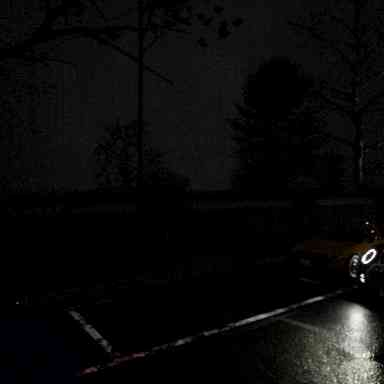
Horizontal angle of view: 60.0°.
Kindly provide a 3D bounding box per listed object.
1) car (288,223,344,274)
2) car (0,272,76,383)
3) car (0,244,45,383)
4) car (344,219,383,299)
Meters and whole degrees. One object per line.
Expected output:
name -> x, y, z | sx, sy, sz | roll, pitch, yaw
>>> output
car -> 4.904, 1.522, 10.056 | 4.829, 1.417, 1.752 | 0, 0, -36
car -> -2.989, 1.478, 1.234 | 5.008, 1.535, 1.882 | 0, 0, -35
car -> -4.125, 1.566, 3.614 | 4.313, 1.339, 1.947 | 0, 0, -36
car -> 5.704, 1.349, 7.424 | 4.553, 1.767, 2.097 | 0, 0, -35
